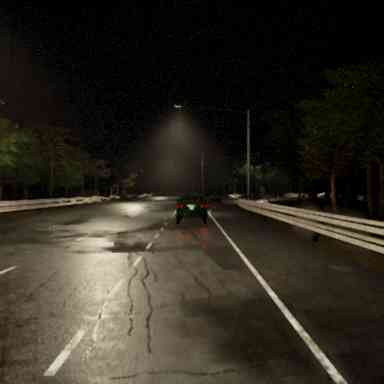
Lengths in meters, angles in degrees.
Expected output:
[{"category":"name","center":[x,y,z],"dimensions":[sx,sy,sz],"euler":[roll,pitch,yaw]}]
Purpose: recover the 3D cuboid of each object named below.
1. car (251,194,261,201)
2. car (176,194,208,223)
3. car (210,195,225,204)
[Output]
[{"category":"car","center":[14.654,1.268,78.612],"dimensions":[1.812,1.442,4.674],"euler":[0,0,35]},{"category":"car","center":[-0.021,1.152,24.749],"dimensions":[2.150,2.045,5.566],"euler":[0,0,0]},{"category":"car","center":[4.525,1.339,57.816],"dimensions":[1.837,1.490,4.892],"euler":[0,0,18]}]
